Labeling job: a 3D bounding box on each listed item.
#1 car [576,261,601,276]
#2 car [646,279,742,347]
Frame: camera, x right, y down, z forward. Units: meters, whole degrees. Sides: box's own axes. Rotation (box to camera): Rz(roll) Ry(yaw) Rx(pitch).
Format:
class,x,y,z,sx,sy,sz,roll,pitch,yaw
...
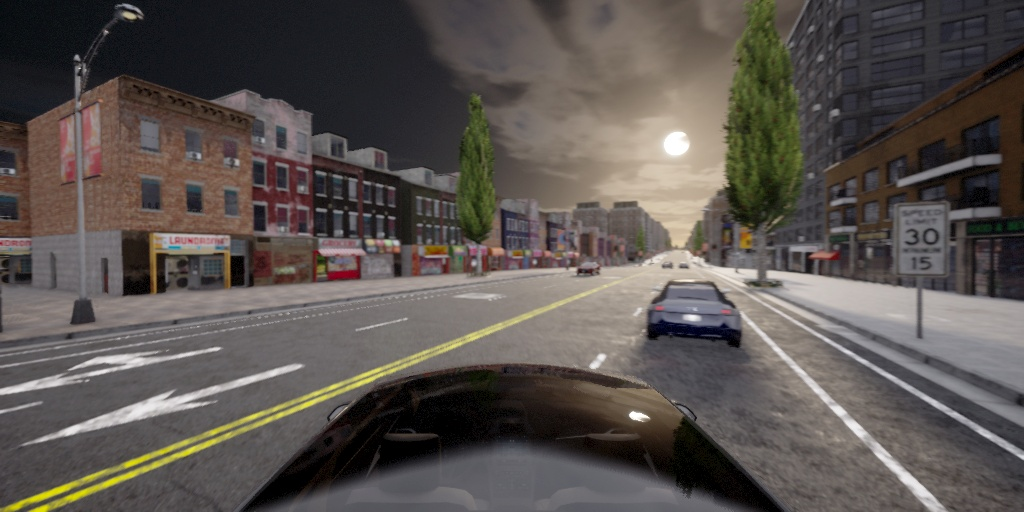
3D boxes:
class,x,y,z,sx,sy,sz,roll,pitch,yaw
car,8.697,1.380,40.539,1.882,1.535,5.008,0,0,25
car,4.727,1.304,9.518,1.994,1.385,4.181,0,0,25
